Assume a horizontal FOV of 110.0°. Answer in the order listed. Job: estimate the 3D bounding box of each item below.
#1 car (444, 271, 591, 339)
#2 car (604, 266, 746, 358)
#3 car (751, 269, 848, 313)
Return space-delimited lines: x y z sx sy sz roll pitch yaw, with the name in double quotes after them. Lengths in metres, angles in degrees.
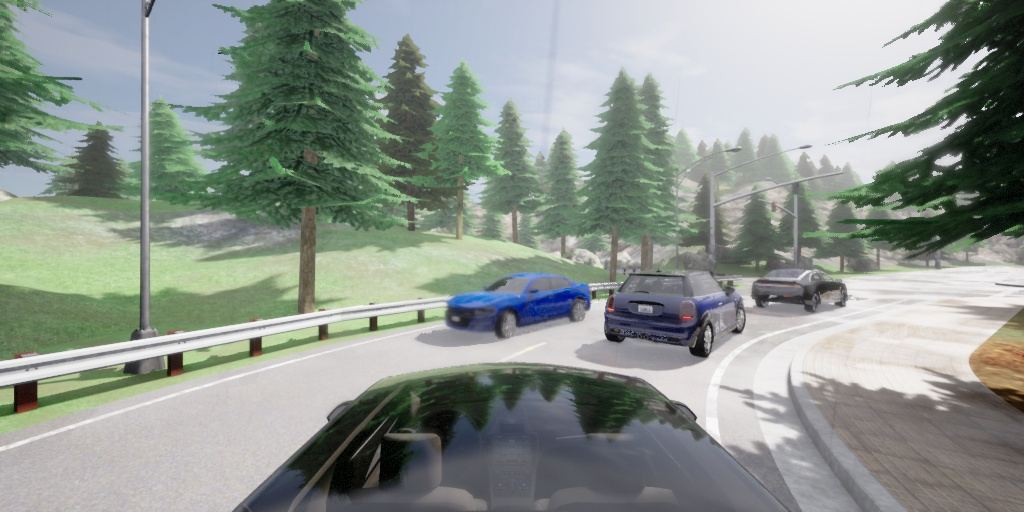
0.364 1.237 10.409 1.882 1.535 5.008 -1 -1 44 "car"
4.176 1.109 8.893 2.097 1.767 4.553 0 0 43 "car"
11.363 1.256 14.096 4.902 1.511 2.128 0 0 -32 "car"
